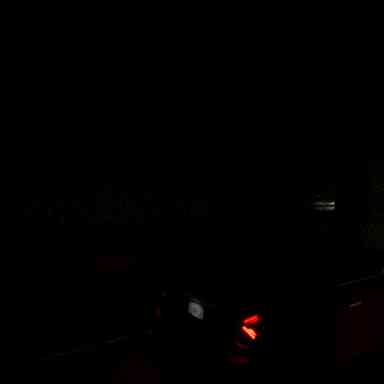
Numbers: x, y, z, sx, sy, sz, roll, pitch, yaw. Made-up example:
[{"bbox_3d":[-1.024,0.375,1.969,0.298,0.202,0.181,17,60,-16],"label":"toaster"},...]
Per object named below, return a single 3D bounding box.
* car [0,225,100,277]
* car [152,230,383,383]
[{"bbox_3d":[-5.083,1.605,8.964,4.718,1.301,1.895,0,0,-35],"label":"car"},{"bbox_3d":[1.774,1.371,5.009,4.553,1.767,2.097,0,0,-35],"label":"car"}]
